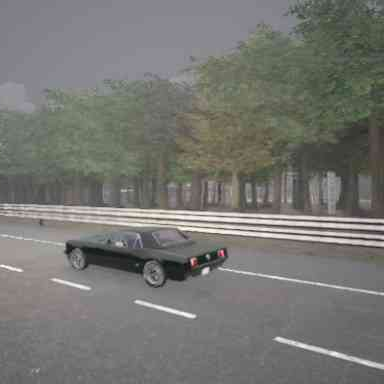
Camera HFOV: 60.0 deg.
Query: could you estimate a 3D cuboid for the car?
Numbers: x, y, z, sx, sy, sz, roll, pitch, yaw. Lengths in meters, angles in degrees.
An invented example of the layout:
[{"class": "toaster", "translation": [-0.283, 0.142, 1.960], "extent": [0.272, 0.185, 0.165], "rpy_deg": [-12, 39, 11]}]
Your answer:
[{"class": "car", "translation": [-1.481, 1.604, 9.236], "extent": [4.718, 1.301, 1.895], "rpy_deg": [0, 0, 35]}]
